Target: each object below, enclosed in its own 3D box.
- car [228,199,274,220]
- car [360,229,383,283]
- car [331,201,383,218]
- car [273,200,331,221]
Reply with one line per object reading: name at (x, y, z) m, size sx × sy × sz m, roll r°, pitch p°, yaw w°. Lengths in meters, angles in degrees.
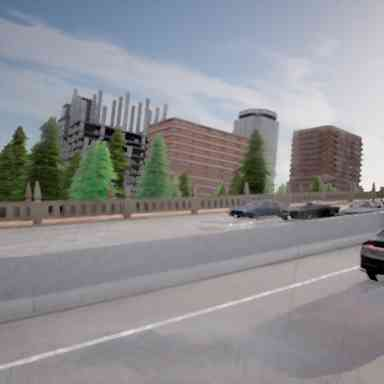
car at (5.242, 1.256, 25.042) m, size 5.357 × 1.411 × 2.033 m, roll -1°, pitch 1°, yaw -36°
car at (6.010, 1.367, 8.102) m, size 4.902 × 1.511 × 2.128 m, roll -1°, pitch 1°, yaw -36°
car at (10.837, 1.234, 20.445) m, size 4.181 × 1.385 × 1.994 m, roll -1°, pitch 1°, yaw -36°
car at (8.060, 1.290, 22.759) m, size 4.718 × 1.301 × 1.895 m, roll -1°, pitch 1°, yaw -36°
